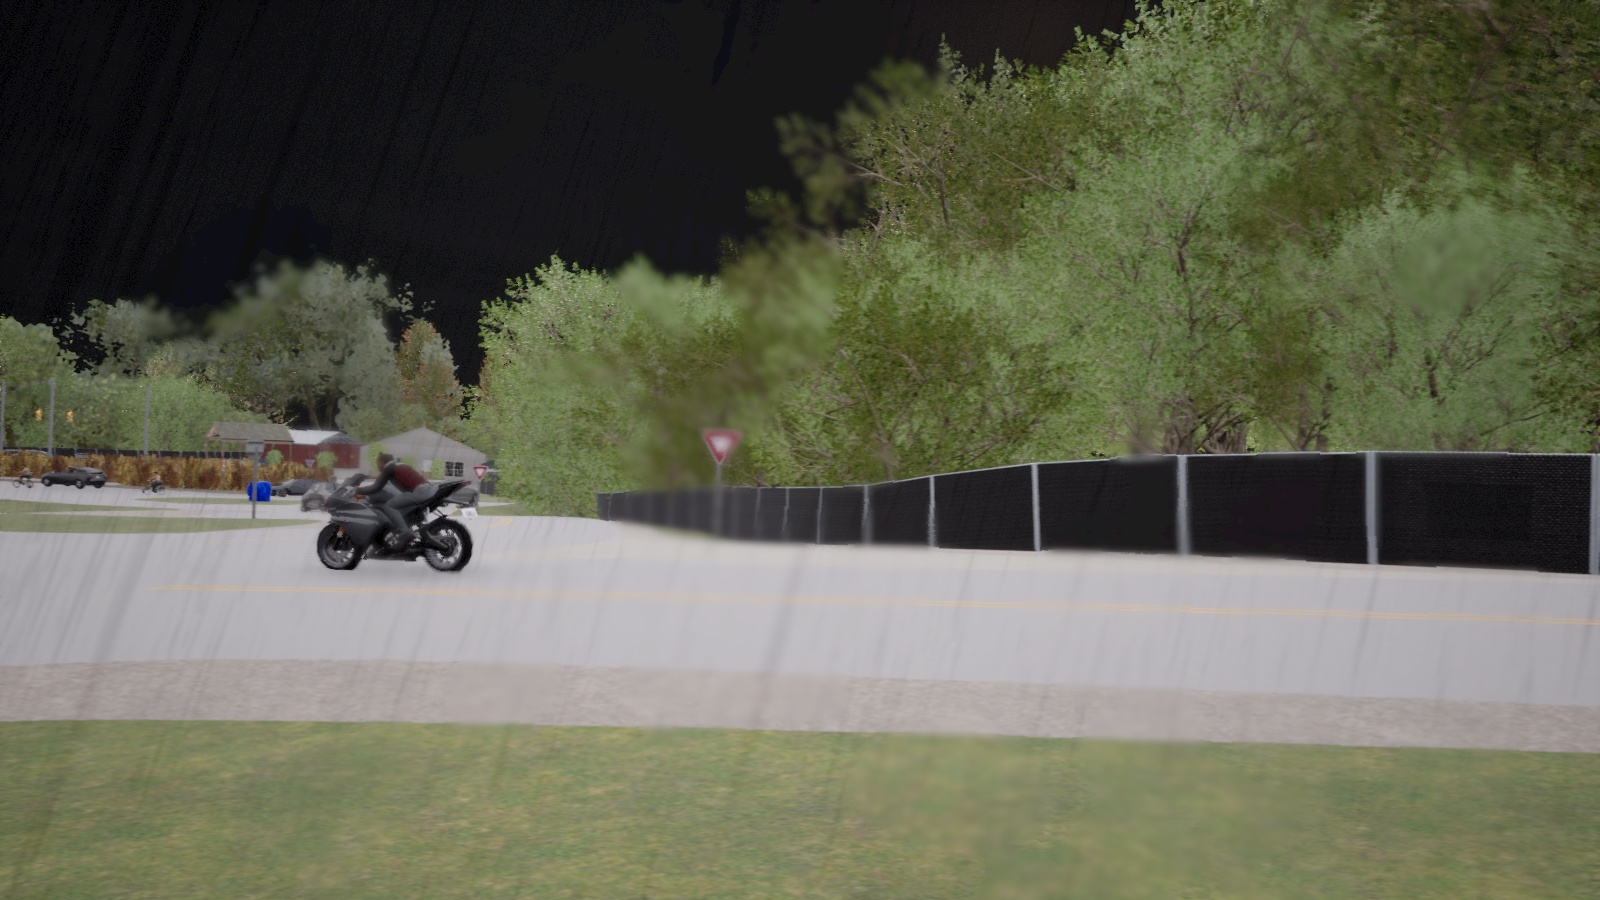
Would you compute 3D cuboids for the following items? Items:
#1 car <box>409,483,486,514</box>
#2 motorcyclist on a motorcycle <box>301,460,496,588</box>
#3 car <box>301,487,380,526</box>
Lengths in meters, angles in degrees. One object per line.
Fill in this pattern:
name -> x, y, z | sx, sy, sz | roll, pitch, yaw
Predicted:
car -> -21.443, 2.921, 76.592 | 2.152, 1.651, 5.027 | 1, 0, 16
motorcyclist on a motorcycle -> -5.041, 0.923, 15.793 | 2.191, 1.530, 0.866 | -2, 0, 16
car -> -21.662, 2.680, 59.038 | 2.152, 1.651, 5.027 | 1, -4, -36
